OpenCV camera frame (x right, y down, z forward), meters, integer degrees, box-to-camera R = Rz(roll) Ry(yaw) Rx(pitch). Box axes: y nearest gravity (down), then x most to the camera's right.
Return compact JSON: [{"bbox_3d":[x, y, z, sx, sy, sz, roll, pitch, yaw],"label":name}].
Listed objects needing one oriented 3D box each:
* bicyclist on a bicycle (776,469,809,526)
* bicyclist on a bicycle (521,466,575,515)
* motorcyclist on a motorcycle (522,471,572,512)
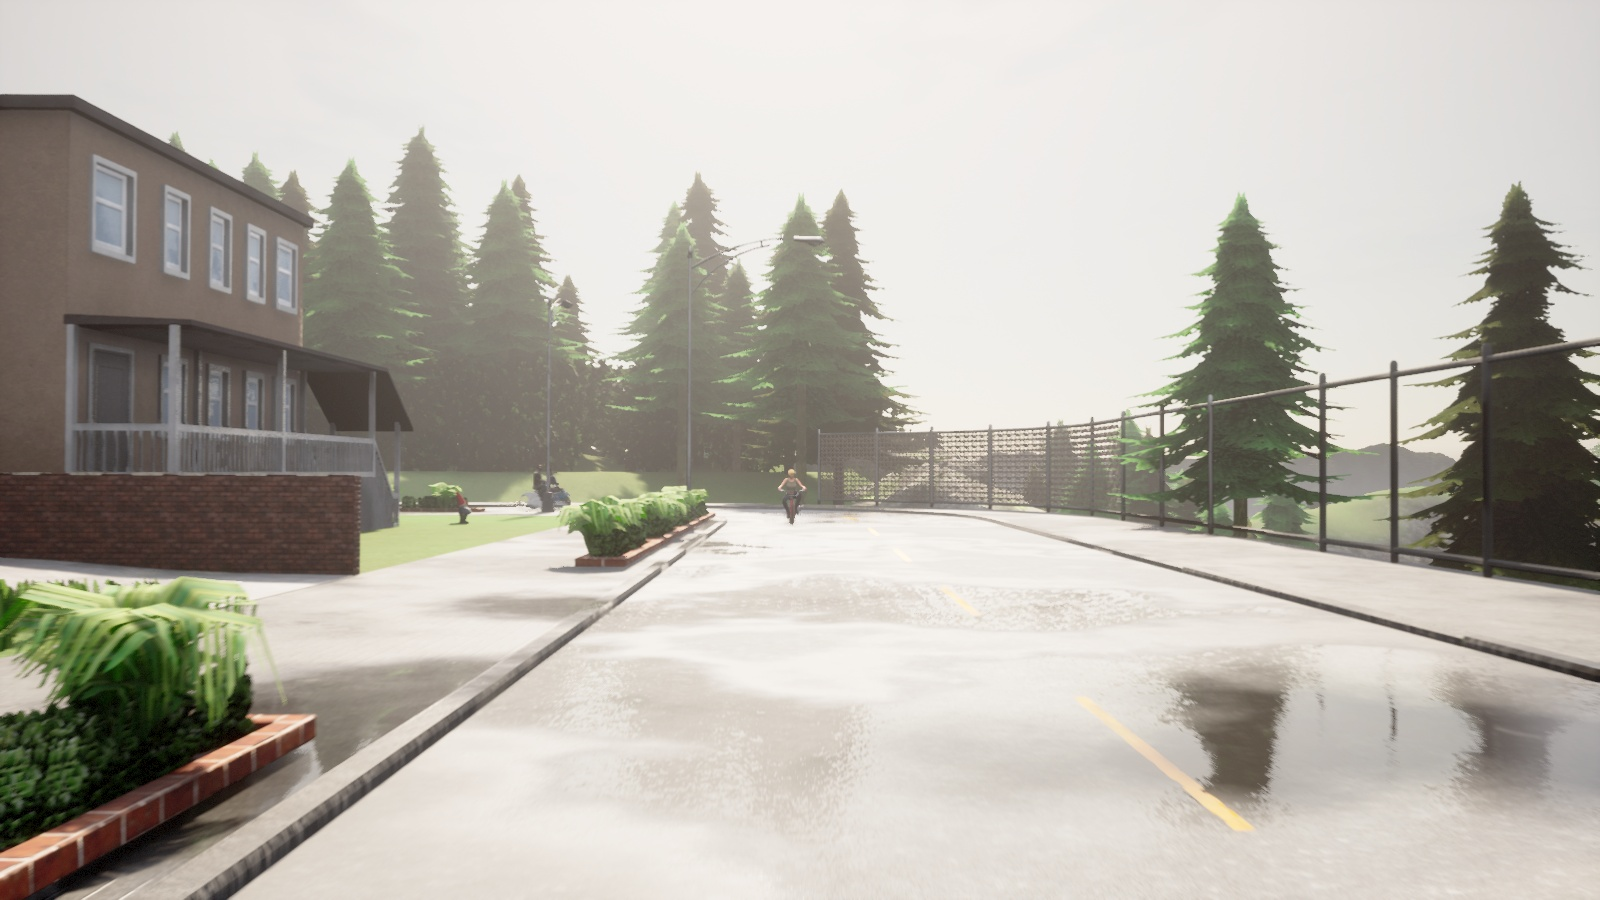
[{"bbox_3d":[-0.228,1.365,36.600,0.866,1.612,1.509,0,-1,-3],"label":"bicyclist on a bicycle"},{"bbox_3d":[-9.295,1.498,46.316,1.843,1.776,0.659,0,-1,0],"label":"bicyclist on a bicycle"},{"bbox_3d":[-10.110,1.650,50.246,1.817,1.590,0.866,0,-1,2],"label":"motorcyclist on a motorcycle"}]
